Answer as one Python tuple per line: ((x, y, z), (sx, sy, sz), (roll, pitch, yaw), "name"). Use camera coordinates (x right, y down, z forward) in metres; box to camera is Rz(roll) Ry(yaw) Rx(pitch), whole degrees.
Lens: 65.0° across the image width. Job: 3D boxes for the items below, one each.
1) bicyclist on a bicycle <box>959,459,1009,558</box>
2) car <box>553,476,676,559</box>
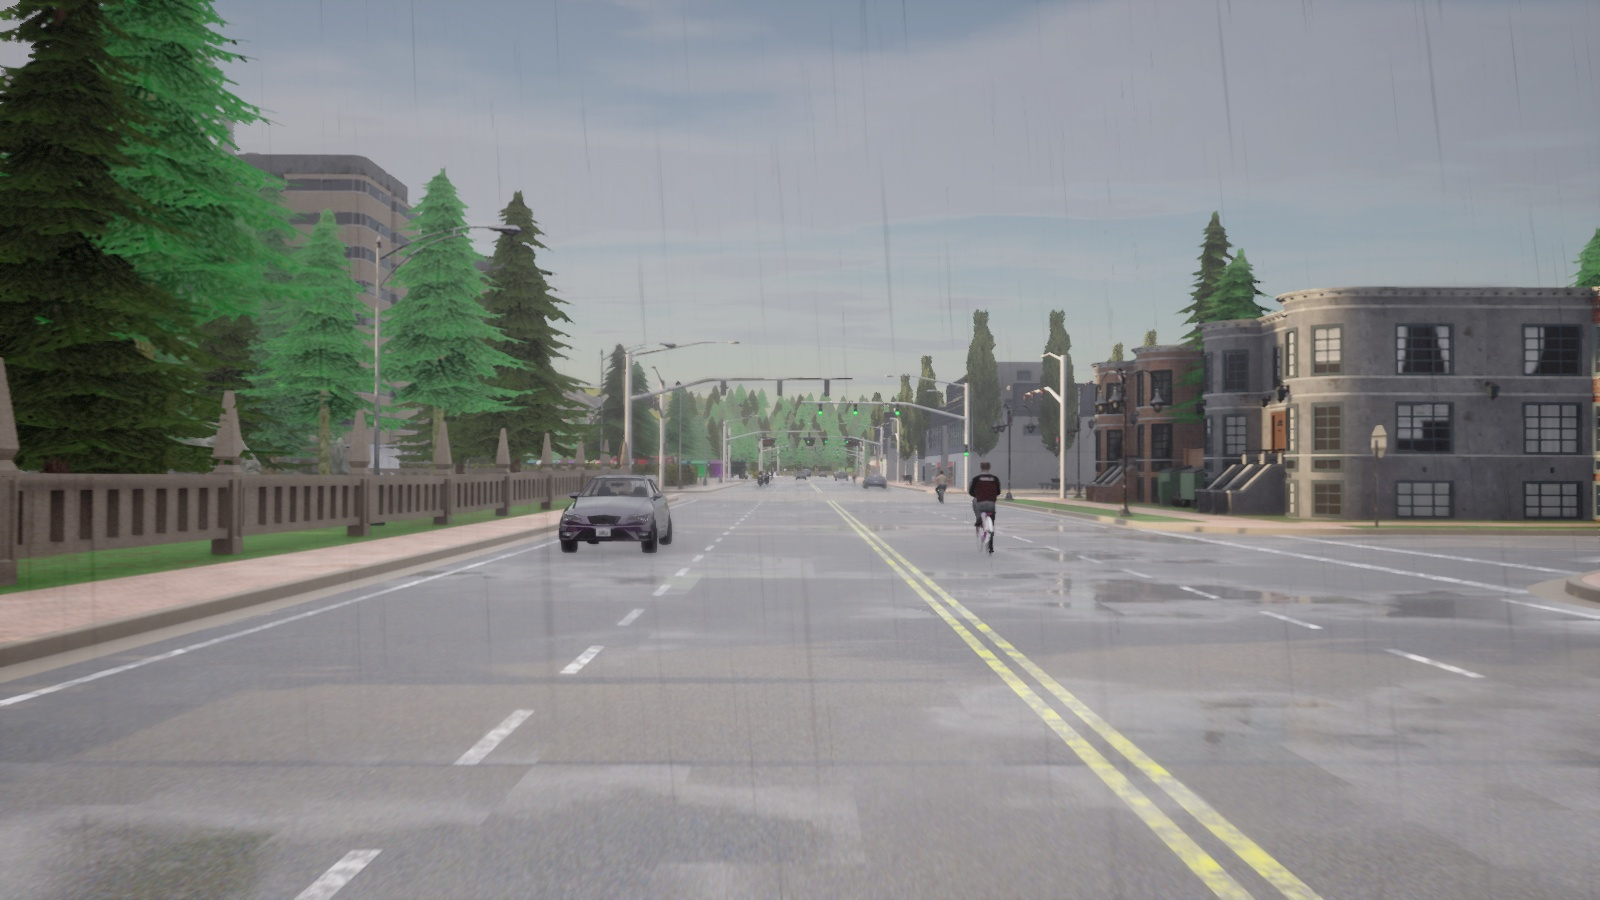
((3.442, 1.067, 23.624), (0.659, 1.776, 1.843), (0, -1, 0), "bicyclist on a bicycle")
((-3.560, 1.258, 24.835), (1.816, 1.474, 4.193), (0, -1, 0), "car")
